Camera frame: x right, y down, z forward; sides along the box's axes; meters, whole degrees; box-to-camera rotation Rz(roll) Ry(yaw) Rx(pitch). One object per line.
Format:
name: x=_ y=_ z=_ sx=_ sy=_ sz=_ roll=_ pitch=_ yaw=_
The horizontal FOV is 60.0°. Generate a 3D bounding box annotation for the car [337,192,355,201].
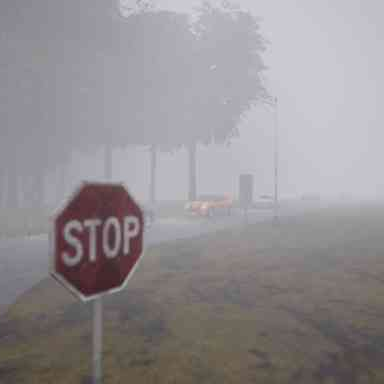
car: x=24.932 y=0.728 z=53.614 sx=1.895 sy=1.301 sz=4.718 roll=1 pitch=1 yaw=35

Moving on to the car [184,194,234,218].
car: x=1.386 y=0.967 z=25.757 sx=2.097 sy=1.767 sz=4.553 roll=1 pitch=1 yaw=36

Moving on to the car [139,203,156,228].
car: x=-4.060 y=1.287 z=18.148 sx=1.837 sy=1.490 sz=4.892 roll=1 pitch=1 yaw=36

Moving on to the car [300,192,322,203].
car: x=17.152 y=0.671 z=47.624 sx=2.033 sy=1.411 sz=5.357 roll=1 pitch=1 yaw=36

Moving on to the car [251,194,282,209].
car: x=7.881 y=0.959 z=34.824 sx=1.812 sy=1.442 sz=4.674 roll=1 pitch=2 yaw=36
